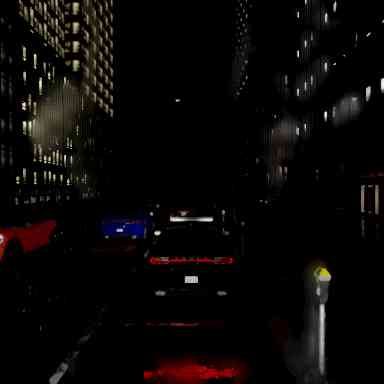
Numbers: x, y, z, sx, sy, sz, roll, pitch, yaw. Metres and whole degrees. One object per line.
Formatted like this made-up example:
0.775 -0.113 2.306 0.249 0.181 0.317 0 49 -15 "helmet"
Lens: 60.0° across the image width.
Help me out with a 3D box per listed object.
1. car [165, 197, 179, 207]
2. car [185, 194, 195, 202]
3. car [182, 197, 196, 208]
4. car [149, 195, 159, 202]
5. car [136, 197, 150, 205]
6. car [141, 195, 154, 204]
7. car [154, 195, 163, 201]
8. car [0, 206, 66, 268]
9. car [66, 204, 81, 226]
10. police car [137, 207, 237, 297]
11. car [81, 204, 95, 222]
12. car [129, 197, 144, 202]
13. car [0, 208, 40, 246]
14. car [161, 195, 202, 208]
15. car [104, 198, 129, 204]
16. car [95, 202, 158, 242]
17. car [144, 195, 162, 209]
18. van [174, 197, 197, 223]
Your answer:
-3.045 1.495 50.515 1.837 1.490 4.892 0 0 0 "car"
-0.465 1.298 77.509 2.192 1.841 5.009 -1 0 0 "car"
-0.463 1.541 49.090 2.008 1.369 4.403 -1 0 0 "car"
-8.843 1.509 77.339 1.752 1.417 4.829 -1 0 0 "car"
-8.843 1.570 60.458 1.802 1.307 4.206 -1 0 0 "car"
-8.845 1.426 66.141 1.967 1.590 4.097 -1 0 0 "car"
-8.844 1.545 88.876 1.947 1.339 4.313 -1 0 0 "car"
-6.247 1.350 11.171 2.097 1.767 4.553 0 0 0 "car"
-8.844 1.547 20.672 2.008 1.369 4.403 -1 0 0 "car"
-0.012 1.423 8.762 1.930 1.638 5.238 0 0 0 "police car"
-8.843 1.577 26.356 1.802 1.307 4.206 -1 0 0 "car"
-8.843 1.541 49.090 2.008 1.369 4.403 -1 0 0 "car"
-8.843 1.542 14.989 1.887 1.381 4.507 -1 0 0 "car"
-0.465 1.311 20.672 2.192 1.841 5.009 -1 0 0 "car"
-8.844 1.544 37.723 2.008 1.369 4.403 -1 0 0 "car"
-3.045 1.475 16.528 1.882 1.535 5.008 0 0 0 "car"
-3.145 1.346 32.714 2.097 1.767 4.553 0 0 0 "car"
-0.465 1.336 26.356 1.690 1.788 3.998 -1 0 0 "van"
